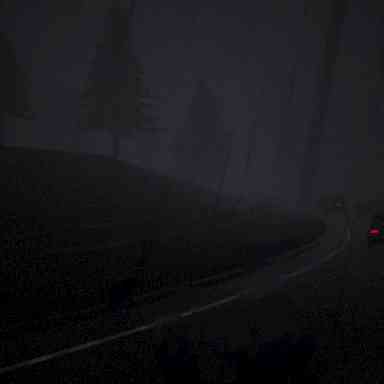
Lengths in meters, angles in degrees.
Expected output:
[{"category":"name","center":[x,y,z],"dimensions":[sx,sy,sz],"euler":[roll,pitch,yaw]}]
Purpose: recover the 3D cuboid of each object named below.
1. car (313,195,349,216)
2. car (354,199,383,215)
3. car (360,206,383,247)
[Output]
[{"category":"car","center":[13.926,1.315,33.589],"dimensions":[2.150,2.045,5.566],"euler":[0,0,6]},{"category":"car","center":[17.112,1.423,31.495],"dimensions":[2.097,1.767,4.553],"euler":[0,0,7]},{"category":"car","center":[8.765,1.578,14.638],"dimensions":[2.033,1.411,5.357],"euler":[0,0,30]}]
